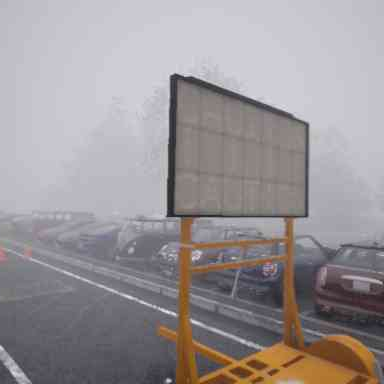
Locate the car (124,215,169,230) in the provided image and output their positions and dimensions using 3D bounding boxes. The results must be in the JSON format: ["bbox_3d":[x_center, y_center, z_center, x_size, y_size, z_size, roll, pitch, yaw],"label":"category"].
[{"bbox_3d":[-5.000,3.369,37.278,4.674,1.452,2.002,4,-4,-43],"label":"car"}]

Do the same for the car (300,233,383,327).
[{"bbox_3d":[4.690,1.879,7.612,4.553,1.767,2.185,4,-4,-43],"label":"car"}]

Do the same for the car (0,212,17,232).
[{"bbox_3d":[-12.314,2.570,26.239,5.366,1.575,1.946,4,-4,-43],"label":"car"}]

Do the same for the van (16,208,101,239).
[{"bbox_3d":[-8.717,2.208,21.938,4.442,1.987,1.878,4,-4,-43],"label":"van"}]

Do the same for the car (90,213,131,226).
[{"bbox_3d":[-10.575,3.558,43.330,4.792,1.488,2.163,4,-4,-43],"label":"car"}]

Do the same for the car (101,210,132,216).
[{"bbox_3d":[-8.718,3.206,41.268,5.566,2.045,2.435,4,-4,-43],"label":"car"}]

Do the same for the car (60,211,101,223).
[{"bbox_3d":[-16.416,3.725,49.308,5.366,1.575,1.946,4,-4,-43],"label":"car"}]

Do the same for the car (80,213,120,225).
[{"bbox_3d":[-12.512,3.625,45.331,4.792,1.488,2.163,4,-4,-43],"label":"car"}]

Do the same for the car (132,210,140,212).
[{"bbox_3d":[-3.035,3.010,35.145,5.566,2.045,2.435,4,-4,-43],"label":"car"}]

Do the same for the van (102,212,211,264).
[{"bbox_3d":[-1.090,1.960,13.722,4.442,1.987,1.878,4,-4,-43],"label":"van"}]

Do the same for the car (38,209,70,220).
[{"bbox_3d":[-23.871,3.896,57.584,4.553,1.767,2.185,4,-4,-43],"label":"car"}]

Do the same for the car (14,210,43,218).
[{"bbox_3d":[-33.309,4.433,67.807,5.008,1.535,2.097,4,-5,-43],"label":"car"}]

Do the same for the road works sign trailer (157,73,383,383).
[{"bbox_3d":[0.502,0.697,3.913,2.380,3.560,2.880,4,-4,-42],"label":"road works sign trailer"}]

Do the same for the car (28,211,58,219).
[{"bbox_3d":[-27.632,4.217,61.681,4.674,1.452,2.002,4,-4,-43],"label":"car"}]

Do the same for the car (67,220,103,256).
[{"bbox_3d":[-2.921,2.253,15.839,5.008,1.535,2.097,4,-4,-43],"label":"car"}]

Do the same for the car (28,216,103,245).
[{"bbox_3d":[-6.752,2.405,19.930,4.792,1.488,2.163,4,-4,-43],"label":"car"}]

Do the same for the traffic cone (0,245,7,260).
[{"bbox_3d":[-7.911,2.510,13.805,0.340,0.580,0.340,4,-4,-43],"label":"traffic cone"}]

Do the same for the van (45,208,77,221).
[{"bbox_3d":[-21.871,3.730,55.650,4.442,1.987,1.878,4,-4,-43],"label":"van"}]

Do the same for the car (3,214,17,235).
[{"bbox_3d":[-10.523,2.532,24.077,4.792,1.488,2.163,4,-4,-43],"label":"car"}]

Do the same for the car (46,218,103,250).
[{"bbox_3d":[-4.846,2.343,17.876,4.792,1.488,2.163,4,-4,-43],"label":"car"}]

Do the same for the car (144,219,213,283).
[{"bbox_3d":[0.922,2.006,11.763,4.553,1.767,2.185,4,-4,-43],"label":"car"}]

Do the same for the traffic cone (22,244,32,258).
[{"bbox_3d":[-7.179,2.563,14.481,0.340,0.580,0.340,4,-4,-42],"label":"traffic cone"}]

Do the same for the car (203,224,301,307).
[{"bbox_3d":[2.783,1.941,9.666,4.553,1.767,2.185,4,-4,-43],"label":"car"}]

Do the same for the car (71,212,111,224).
[{"bbox_3d":[-14.389,3.667,47.389,5.008,1.535,2.097,4,-4,-43],"label":"car"}]

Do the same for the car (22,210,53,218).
[{"bbox_3d":[-29.521,4.259,63.730,5.008,1.535,2.097,4,-5,-43],"label":"car"}]

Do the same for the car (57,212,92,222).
[{"bbox_3d":[-18.176,3.848,51.471,4.674,1.452,2.002,4,-4,-43],"label":"car"}]
